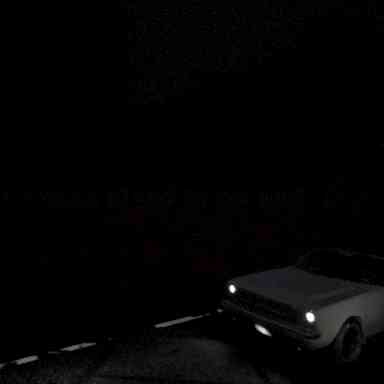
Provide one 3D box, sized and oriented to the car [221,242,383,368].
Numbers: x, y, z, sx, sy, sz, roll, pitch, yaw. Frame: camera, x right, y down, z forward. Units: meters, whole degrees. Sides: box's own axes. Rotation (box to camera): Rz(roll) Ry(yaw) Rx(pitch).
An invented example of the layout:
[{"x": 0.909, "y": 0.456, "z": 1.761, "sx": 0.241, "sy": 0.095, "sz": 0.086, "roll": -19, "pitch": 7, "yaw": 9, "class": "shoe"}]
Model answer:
[{"x": 2.814, "y": 1.644, "z": 5.917, "sx": 4.718, "sy": 1.301, "sz": 1.895, "roll": 1, "pitch": 0, "yaw": -35, "class": "car"}]
